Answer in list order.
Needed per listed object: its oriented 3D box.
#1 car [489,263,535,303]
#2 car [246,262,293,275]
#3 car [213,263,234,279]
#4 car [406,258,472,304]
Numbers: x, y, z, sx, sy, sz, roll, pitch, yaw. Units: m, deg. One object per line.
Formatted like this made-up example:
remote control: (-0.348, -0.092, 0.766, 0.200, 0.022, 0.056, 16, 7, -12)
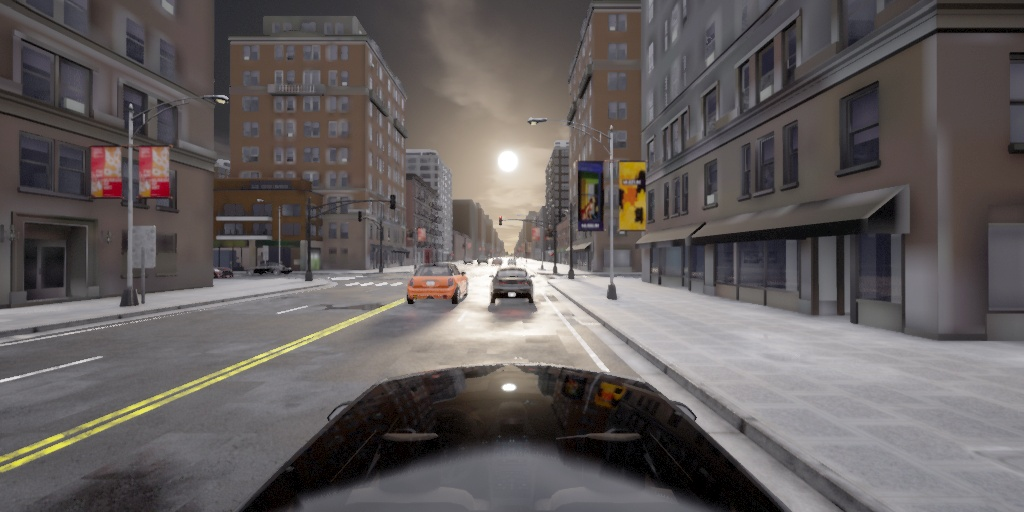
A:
car: (0.000, 1.266, 16.500, 1.837, 1.490, 4.892, 0, 0, 0)
car: (-25.375, 1.326, 37.609, 4.313, 1.339, 1.948, 0, 0, 0)
car: (-25.416, 1.169, 29.585, 4.097, 1.591, 1.967, 0, 0, 0)
car: (-3.250, 1.115, 16.470, 2.097, 1.767, 4.553, 0, 0, 0)
